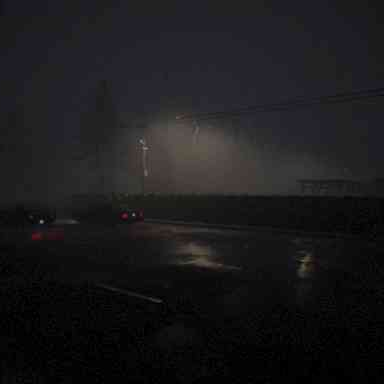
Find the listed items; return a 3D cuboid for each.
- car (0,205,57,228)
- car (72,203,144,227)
[{"bbox_3d":[-10.629,1.453,20.921,4.718,1.301,1.895,0,0,37],"label":"car"},{"bbox_3d":[-5.492,1.416,21.434,5.357,1.411,2.033,0,0,37],"label":"car"}]
